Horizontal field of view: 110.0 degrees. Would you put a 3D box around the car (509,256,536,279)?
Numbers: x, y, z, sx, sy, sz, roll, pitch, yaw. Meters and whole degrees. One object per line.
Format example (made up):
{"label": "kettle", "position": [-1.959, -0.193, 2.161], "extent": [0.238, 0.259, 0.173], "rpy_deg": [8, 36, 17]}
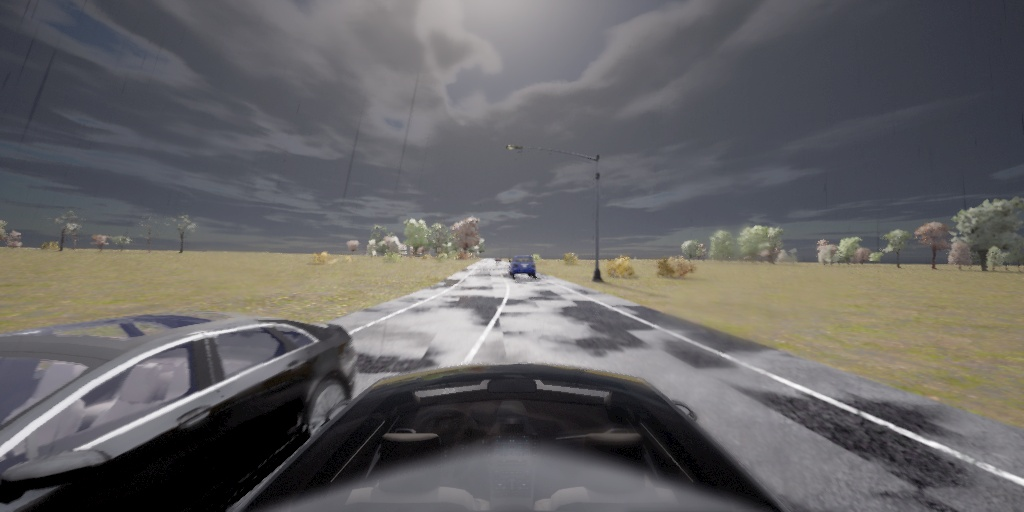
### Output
{"label": "car", "position": [0.928, 0.989, 33.574], "extent": [2.150, 2.045, 5.566], "rpy_deg": [0, 0, -4]}

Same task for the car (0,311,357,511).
{"label": "car", "position": [-2.829, 1.222, 2.293], "extent": [2.128, 1.511, 4.902], "rpy_deg": [0, 0, 3]}
